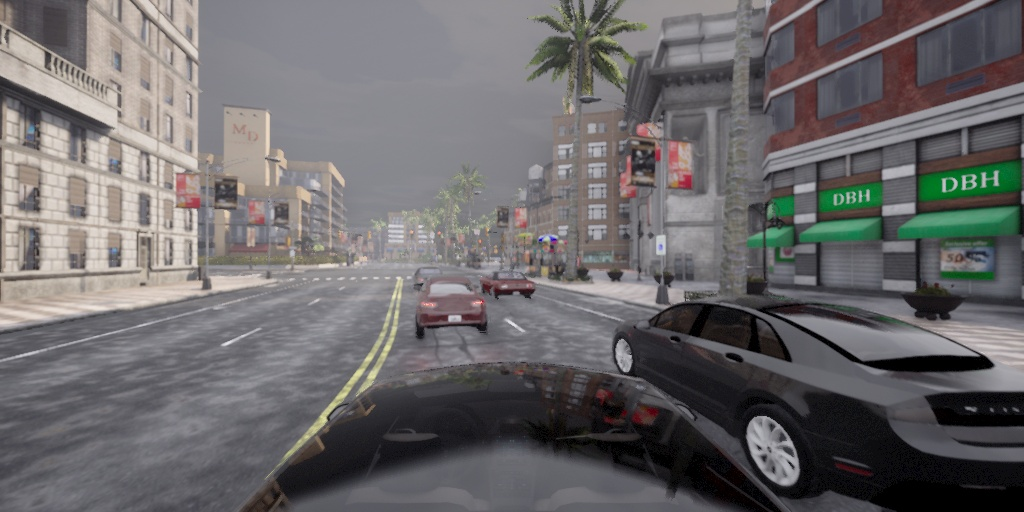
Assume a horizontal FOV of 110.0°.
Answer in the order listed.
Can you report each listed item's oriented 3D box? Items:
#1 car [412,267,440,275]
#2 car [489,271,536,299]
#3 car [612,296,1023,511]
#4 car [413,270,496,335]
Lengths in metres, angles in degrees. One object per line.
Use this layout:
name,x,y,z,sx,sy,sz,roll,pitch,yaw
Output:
car,-5.311,1.381,22.875,2.033,1.411,5.357,0,0,-16
car,-0.404,1.417,18.489,1.895,1.301,4.718,0,0,-16
car,2.921,1.262,4.568,1.837,1.490,4.892,0,-2,-8
car,-1.892,1.311,10.650,1.812,1.442,4.674,0,0,-14
